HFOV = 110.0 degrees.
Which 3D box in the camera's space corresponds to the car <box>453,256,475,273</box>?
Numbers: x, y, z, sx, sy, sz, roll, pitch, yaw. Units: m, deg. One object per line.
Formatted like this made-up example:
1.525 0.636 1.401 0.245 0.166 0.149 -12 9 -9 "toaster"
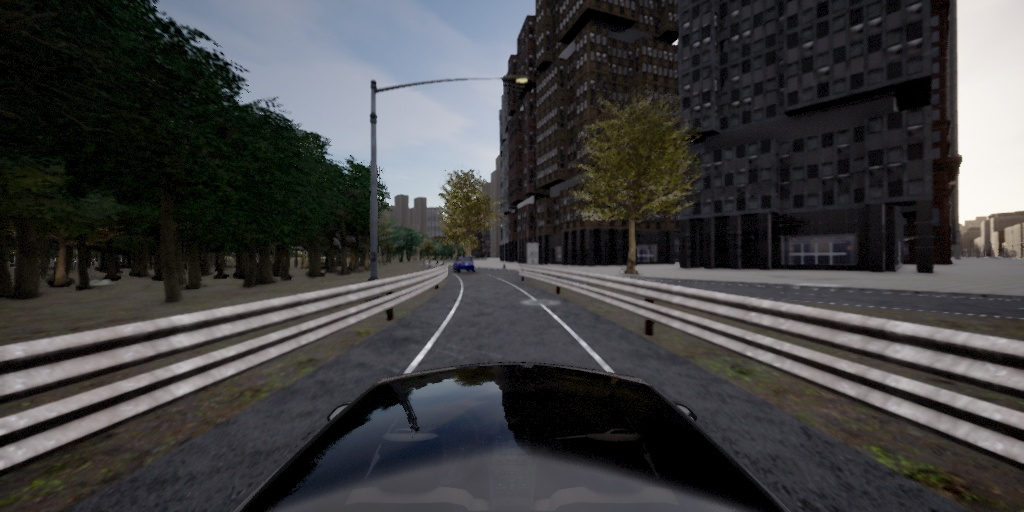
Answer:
-6.253 1.079 46.513 2.150 2.045 5.566 0 0 -16 "car"
